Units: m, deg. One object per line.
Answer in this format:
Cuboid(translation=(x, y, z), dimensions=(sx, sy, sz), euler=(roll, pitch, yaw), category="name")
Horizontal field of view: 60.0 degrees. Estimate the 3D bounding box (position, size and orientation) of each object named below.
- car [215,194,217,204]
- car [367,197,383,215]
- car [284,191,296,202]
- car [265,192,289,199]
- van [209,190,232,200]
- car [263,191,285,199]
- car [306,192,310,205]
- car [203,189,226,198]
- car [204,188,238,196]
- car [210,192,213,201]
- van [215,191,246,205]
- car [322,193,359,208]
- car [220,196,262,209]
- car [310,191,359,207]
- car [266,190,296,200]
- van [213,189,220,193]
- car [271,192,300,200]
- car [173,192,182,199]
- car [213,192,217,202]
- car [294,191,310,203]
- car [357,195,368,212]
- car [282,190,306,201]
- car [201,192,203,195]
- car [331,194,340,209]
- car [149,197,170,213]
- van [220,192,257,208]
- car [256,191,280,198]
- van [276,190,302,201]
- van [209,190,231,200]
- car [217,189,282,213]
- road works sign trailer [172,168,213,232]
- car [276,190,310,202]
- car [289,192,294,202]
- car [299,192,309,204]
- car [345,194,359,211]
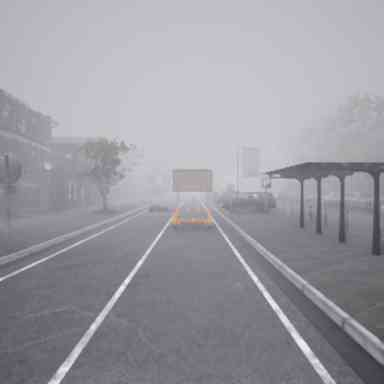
Cuboid(translation=(5.546, 1.250, 36.345), dimensions=(5.366, 1.575, 1.946), euler=(0, 1, 0), category="car")
Cuboid(translation=(18.635, 1.318, 28.879), dimensions=(5.366, 1.575, 1.946), euler=(0, 1, 0), category="car")
Cuboid(translation=(18.812, 1.073, 56.641), dimensions=(4.792, 1.488, 2.163), euler=(0, 1, 0), category="car")
Cuboid(translation=(18.732, 0.803, 73.293), dimensions=(4.792, 1.488, 2.163), euler=(0, 1, 0), category="car")
Cuboid(translation=(5.806, 0.650, 67.185), dimensions=(4.442, 1.987, 1.878), euler=(0, 1, 0), category="van")
Cuboid(translation=(18.787, 0.601, 76.068), dimensions=(4.553, 1.767, 2.185), euler=(0, 1, 0), category="car")
Cuboid(translation=(18.792, 1.171, 45.531), dimensions=(4.892, 1.521, 2.231), euler=(0, 1, 0), category="car")
Cuboid(translation=(5.637, 0.340, 84.002), dimensions=(5.566, 2.045, 2.435), euler=(0, 1, 0), category="car")
Cuboid(translation=(5.665, 0.672, 64.381), dimensions=(5.566, 2.045, 2.435), euler=(0, 1, 0), category="car")
Cuboid(translation=(5.737, 1.119, 53.167), dimensions=(4.792, 1.488, 2.163), euler=(0, 1, 0), category="car")
Cuboid(translation=(5.829, 0.894, 50.361), dimensions=(4.442, 1.987, 1.878), euler=(0, 1, 0), category="van")
Cuboid(translation=(18.811, 1.221, 39.981), dimensions=(5.008, 1.535, 2.097), euler=(0, 1, 0), category="car")
Cuboid(translation=(5.730, 1.268, 39.149), dimensions=(4.674, 1.452, 2.002), euler=(0, 1, 0), category="car")
Cuboid(translation=(18.773, 0.944, 42.755), dimensions=(5.566, 2.045, 2.435), euler=(0, 1, 0), category="car")
Cuboid(translation=(18.793, 0.569, 70.514), dimensions=(5.566, 2.045, 2.435), euler=(0, 1, 0), category="car")
Cuboid(translation=(5.599, 0.924, 47.560), dimensions=(4.442, 1.987, 1.878), euler=(0, 1, 0), category="van")
Cuboid(translation=(18.954, 0.864, 67.742), dimensions=(5.366, 1.575, 1.946), euler=(0, 1, 0), category="car")
Cuboid(translation=(-3.251, 0.700, 74.966), dimensions=(1.837, 1.490, 4.892), euler=(0, 1, 0), category="car")
Cuboid(translation=(5.714, 1.177, 44.755), dimensions=(5.008, 1.535, 2.097), euler=(0, 1, 0), category="car")
Cuboid(translation=(18.975, 1.109, 51.086), dimensions=(5.366, 1.575, 1.946), euler=(0, 1, 0), category="car")
Cuboid(translation=(18.846, 1.326, 31.655), dimensions=(4.792, 1.488, 2.163), euler=(0, 1, 0), category="car")
Cuboid(translation=(18.751, 0.752, 59.411), dimensions=(5.566, 2.045, 2.435), euler=(0, 1, 0), category="car")
Cuboid(translation=(5.641, 0.387, 81.199), dimensions=(5.566, 2.045, 2.435), euler=(0, 1, 0), category="car")
Cuboid(translation=(18.815, 1.246, 37.205), dimensions=(5.008, 1.535, 2.097), euler=(0, 1, 0), category="car")
Cuboid(translation=(-3.344, 1.308, 34.544), dimensions=(1.812, 1.442, 4.674), euler=(0, 1, 0), category="car")
Cuboid(translation=(5.840, 0.977, 41.950), dimensions=(4.442, 1.987, 1.878), euler=(0, 1, 0), category="van")
Cuboid(translation=(18.564, 0.629, 81.619), dimensions=(5.366, 1.575, 1.946), euler=(0, 1, 0), category="car")
Cuboid(translation=(18.888, 0.688, 64.964), dimensions=(4.442, 1.987, 1.878), euler=(0, 1, 0), category="van")
Cuboid(translation=(5.802, 0.603, 69.988), dimensions=(4.442, 1.987, 1.878), euler=(0, 1, 0), category="van")
Cuboid(translation=(5.707, 1.027, 33.540), dimensions=(5.566, 2.045, 2.435), euler=(0, 1, 0), category="car")
Cuboid(translation=(0.046, 0.383, 19.771), dimensions=(2.380, 3.560, 2.880), euler=(0, 0, 2), category="road works sign trailer")
Cuboid(translation=(18.804, 0.710, 62.188), dimensions=(5.566, 2.045, 2.435), euler=(0, 1, 0), category="car")
Cuboid(translation=(18.757, 1.112, 53.858), dimensions=(4.792, 1.488, 2.163), euler=(0, 1, 0), category="car")
Cuboid(translation=(18.789, 1.142, 48.309), dimensions=(5.008, 1.535, 2.097), euler=(0, 1, 0), category="car")
Cuboid(translation=(18.820, 1.272, 34.430), dimensions=(4.892, 1.521, 2.231), euler=(0, 1, 0), category="car")
